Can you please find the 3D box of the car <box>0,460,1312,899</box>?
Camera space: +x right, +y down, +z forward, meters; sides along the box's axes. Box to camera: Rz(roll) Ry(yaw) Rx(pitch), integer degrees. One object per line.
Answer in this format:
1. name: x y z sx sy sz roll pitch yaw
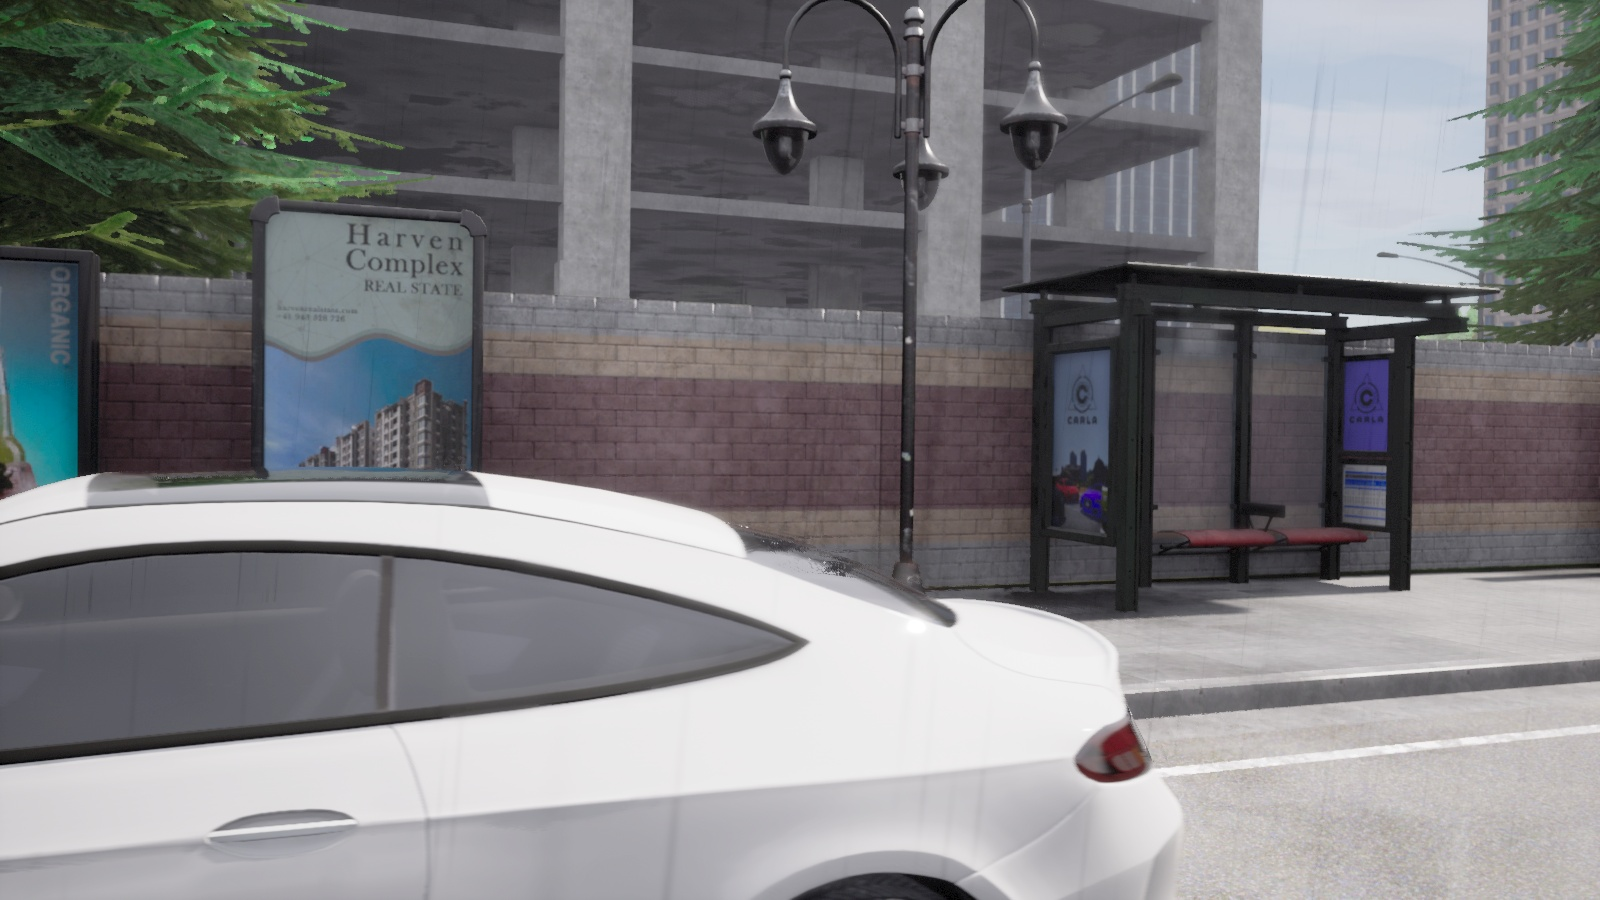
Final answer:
1. car: -1.410 0.796 2.704 4.674 1.442 1.812 -1 1 -21
